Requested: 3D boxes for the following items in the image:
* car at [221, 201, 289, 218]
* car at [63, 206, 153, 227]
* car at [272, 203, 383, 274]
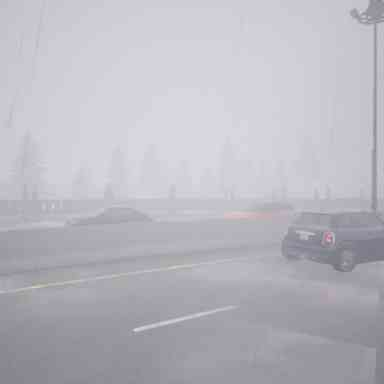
[{"bbox_3d":[3.677,1.310,18.030,4.553,1.767,2.097,0,0,-27],"label":"car"},{"bbox_3d":[-4.323,1.461,17.588,4.674,1.442,1.812,0,0,-31],"label":"car"},{"bbox_3d":[5.104,1.328,10.677,4.553,1.767,2.097,0,0,-29],"label":"car"}]
